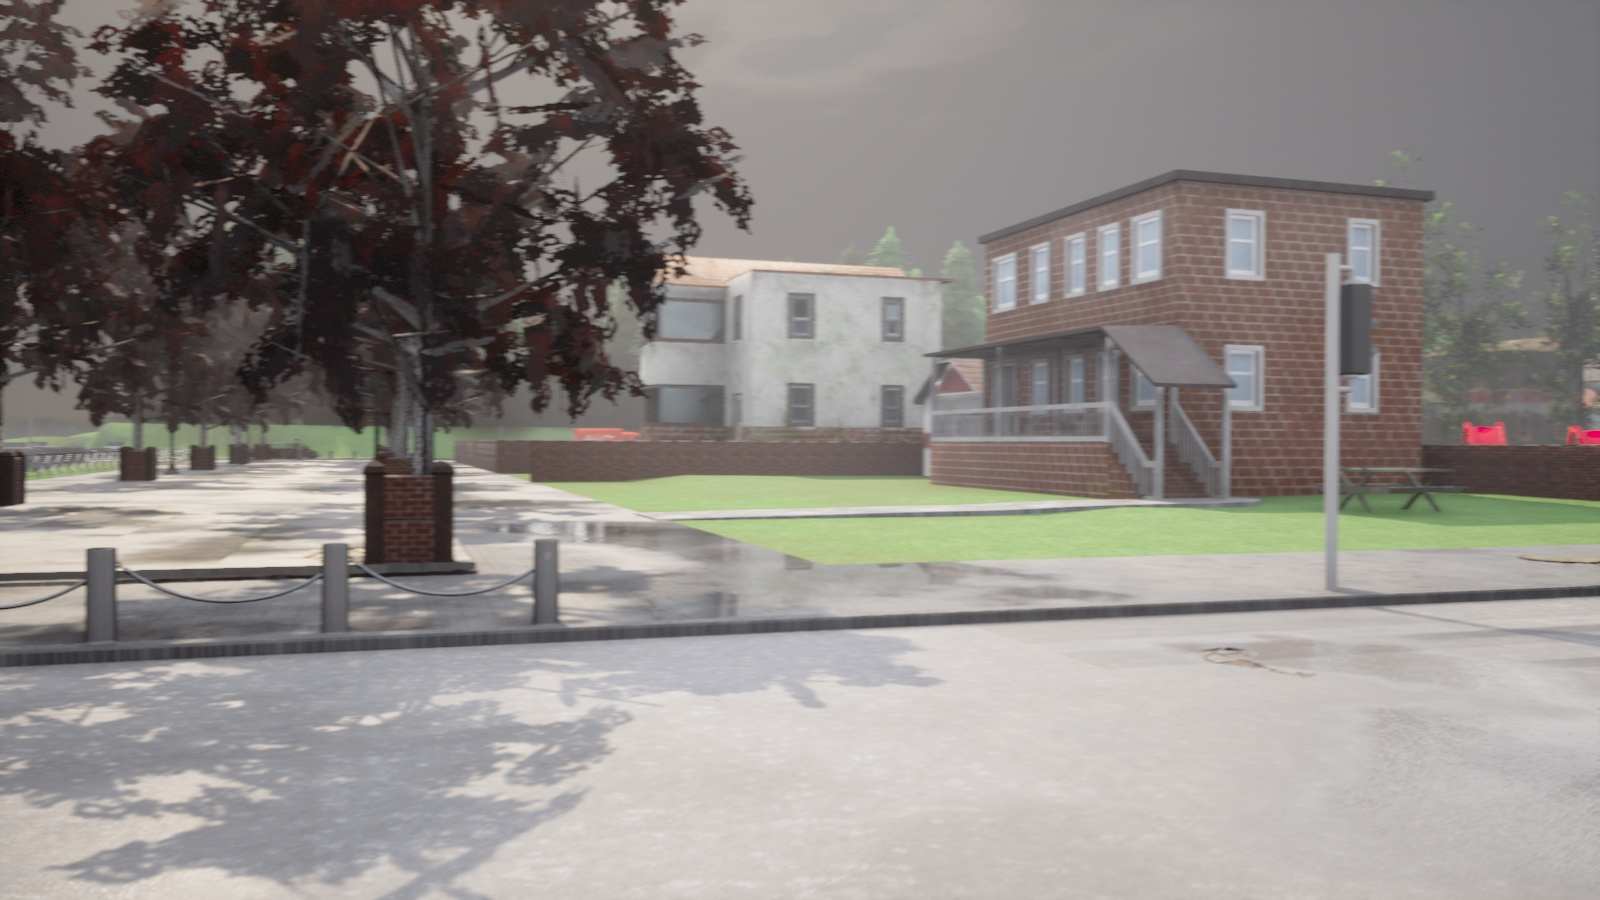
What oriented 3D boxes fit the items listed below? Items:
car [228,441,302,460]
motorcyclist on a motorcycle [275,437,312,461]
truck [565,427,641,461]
[{"bbox_3d":[-38.393,0.022,90.192,4.718,1.301,1.895,0,0,-19],"label":"car"},{"bbox_3d":[-35.124,-0.086,87.075,2.350,1.649,0.766,0,0,-19],"label":"motorcyclist on a motorcycle"},{"bbox_3d":[-14.753,-0.417,93.979,5.204,2.467,2.627,0,0,-19],"label":"truck"}]
